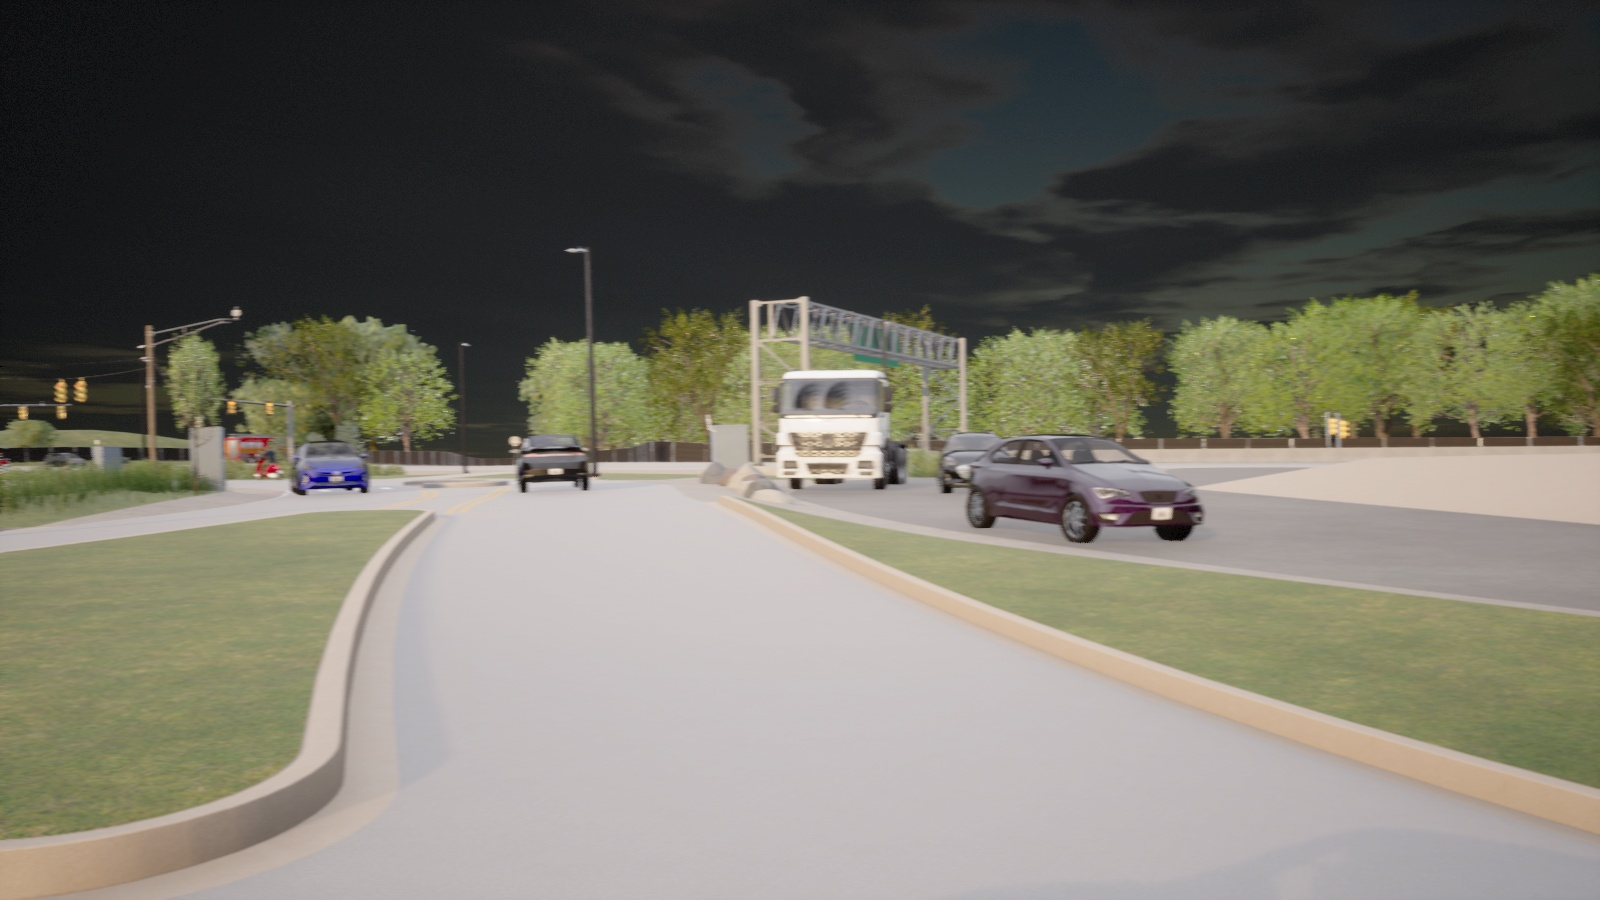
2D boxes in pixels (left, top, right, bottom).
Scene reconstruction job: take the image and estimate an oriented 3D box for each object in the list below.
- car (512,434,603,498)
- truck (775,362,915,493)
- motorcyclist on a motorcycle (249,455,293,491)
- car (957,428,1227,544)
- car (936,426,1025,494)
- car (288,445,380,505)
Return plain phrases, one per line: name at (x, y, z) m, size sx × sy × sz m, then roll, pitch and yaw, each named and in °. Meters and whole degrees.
car at (-6.669, 0.415, 34.121) m, size 2.128 × 1.511 × 4.902 m, roll -3°, pitch 0°, yaw -14°
truck at (1.548, -0.649, 37.683) m, size 2.891 × 3.462 × 7.936 m, roll -1°, pitch 1°, yaw 11°
motorcyclist on a motorcycle at (-24.136, 1.045, 57.328) m, size 1.817 × 1.590 × 0.866 m, roll -2°, pitch 0°, yaw 29°
car at (4.071, 0.433, 18.287) m, size 1.816 × 1.474 × 4.193 m, roll -1°, pitch 1°, yaw -20°
car at (4.787, 0.218, 33.869) m, size 2.033 × 1.649 × 4.856 m, roll -2°, pitch 0°, yaw 5°
car at (-13.502, 0.700, 36.223) m, size 2.007 × 1.525 × 4.514 m, roll -3°, pitch 1°, yaw -26°
